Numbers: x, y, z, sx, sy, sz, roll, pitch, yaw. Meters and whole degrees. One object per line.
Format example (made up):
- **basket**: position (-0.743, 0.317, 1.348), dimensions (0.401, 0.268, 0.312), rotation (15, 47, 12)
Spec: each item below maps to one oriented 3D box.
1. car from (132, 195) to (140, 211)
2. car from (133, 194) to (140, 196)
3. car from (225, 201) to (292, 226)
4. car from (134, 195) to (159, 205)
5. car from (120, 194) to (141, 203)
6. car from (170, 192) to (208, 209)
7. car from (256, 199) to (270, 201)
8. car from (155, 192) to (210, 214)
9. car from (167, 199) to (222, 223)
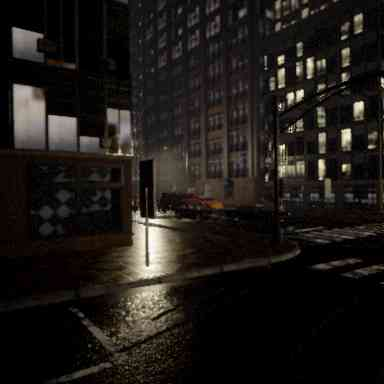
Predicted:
- **car**: position (-7.325, 1.366, 35.706), dimensions (1.947, 1.339, 4.313), rotation (0, 1, -35)
- **car**: position (-6.654, 1.089, 39.285), dimensions (2.097, 1.767, 4.553), rotation (-1, 1, -35)
- **car**: position (4.535, 1.508, 23.113), dimensions (1.895, 1.301, 4.718), rotation (-1, 1, -35)
- **car**: position (-6.869, 1.112, 49.785), dimensions (1.887, 1.381, 4.507), rotation (-1, 1, -35)
- **car**: position (-10.077, 1.099, 54.425), dimensions (1.802, 1.307, 4.206), rotation (-1, 1, -35)
- **car**: position (-0.456, 0.982, 40.500), dimensions (2.192, 1.841, 5.009), rotation (-1, 1, -35)
- **car**: position (6.307, 1.297, 30.652), dimensions (1.752, 1.417, 4.829), rotation (-1, 1, -35)
- **car**: position (-1.102, 1.043, 31.237), dimensions (2.150, 2.045, 5.566), rotation (-1, 1, -34)
- **car**: position (0.319, 1.466, 24.694), dimensions (2.008, 1.369, 4.403), rotation (-1, 1, -35)
